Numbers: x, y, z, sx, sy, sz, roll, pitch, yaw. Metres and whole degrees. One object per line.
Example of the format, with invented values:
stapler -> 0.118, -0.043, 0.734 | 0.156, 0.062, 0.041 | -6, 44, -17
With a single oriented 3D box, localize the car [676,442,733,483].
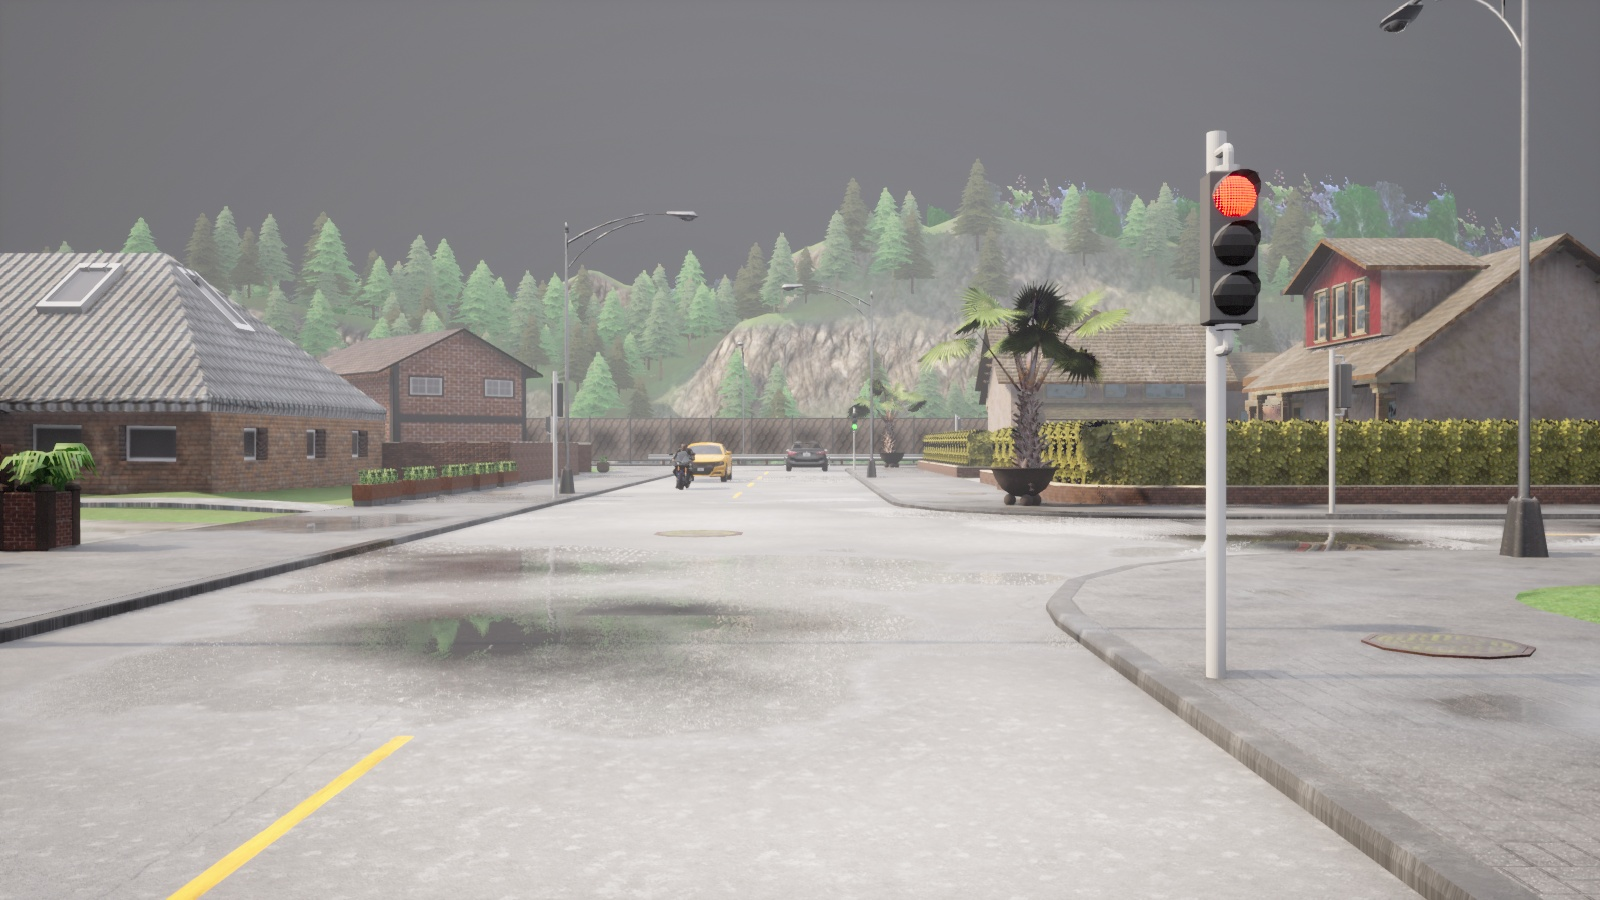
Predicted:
car -> -3.719, 0.441, 49.599 | 1.882, 1.535, 5.008 | 0, 0, 0

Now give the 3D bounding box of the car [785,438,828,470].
car -> 0.372, 0.209, 67.750 | 2.242, 1.667, 4.611 | 0, 0, 0

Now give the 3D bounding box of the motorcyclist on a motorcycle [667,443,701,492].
motorcyclist on a motorcycle -> -3.750, 0.549, 40.694 | 0.866, 1.530, 2.191 | 0, 0, 1
